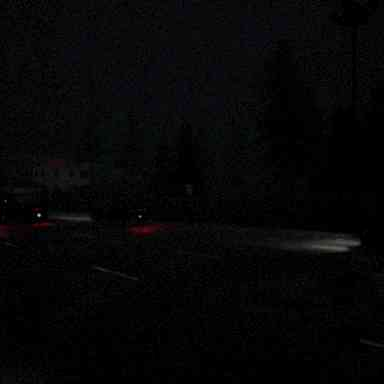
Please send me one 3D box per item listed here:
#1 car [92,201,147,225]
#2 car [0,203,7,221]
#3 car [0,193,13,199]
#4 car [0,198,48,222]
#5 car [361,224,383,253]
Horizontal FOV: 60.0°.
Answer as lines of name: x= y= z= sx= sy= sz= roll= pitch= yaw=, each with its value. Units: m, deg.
car: x=-5.254 y=1.409 z=23.697 sx=4.902 sy=1.511 sz=2.128 roll=0 pitch=0 yaw=42
car: x=-14.792 y=1.540 z=22.800 sx=4.718 sy=1.301 sz=1.895 roll=0 pitch=0 yaw=42
car: x=-23.024 y=1.112 z=39.428 sx=5.566 sy=2.045 sz=2.150 roll=0 pitch=0 yaw=41
car: x=-12.963 y=1.428 z=25.854 sx=4.892 sy=1.490 sz=1.837 roll=0 pitch=0 yaw=42
car: x=8.458 y=1.463 z=11.547 sx=4.674 sy=1.442 sz=1.812 roll=0 pitch=0 yaw=42
